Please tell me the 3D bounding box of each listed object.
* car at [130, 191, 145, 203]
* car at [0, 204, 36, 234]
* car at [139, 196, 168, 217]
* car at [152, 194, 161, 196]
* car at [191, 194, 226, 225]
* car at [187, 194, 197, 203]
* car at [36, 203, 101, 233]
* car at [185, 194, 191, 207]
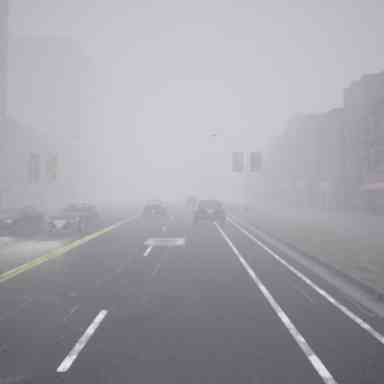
[{"bbox_3d":[-9.796,0.914,60.481,2.150,2.045,5.566,0,0,1],"label":"car"},{"bbox_3d":[-9.853,1.435,18.631,1.812,1.442,4.674,0,0,0],"label":"car"},{"bbox_3d":[-3.157,1.377,29.030,1.812,1.442,4.674,0,0,0],"label":"car"},{"bbox_3d":[-6.554,1.184,60.669,2.128,1.511,4.902,0,0,1],"label":"car"},{"bbox_3d":[1.131,1.237,22.988,2.097,1.767,4.553,0,0,0],"label":"car"},{"bbox_3d":[-0.015,1.198,59.811,1.837,1.490,4.892,0,0,0],"label":"car"},{"bbox_3d":[-6.604,1.399,19.016,2.128,1.511,4.902,0,0,0],"label":"car"},{"bbox_3d":[0.031,1.248,46.089,1.837,1.490,4.892,0,0,1],"label":"car"}]
